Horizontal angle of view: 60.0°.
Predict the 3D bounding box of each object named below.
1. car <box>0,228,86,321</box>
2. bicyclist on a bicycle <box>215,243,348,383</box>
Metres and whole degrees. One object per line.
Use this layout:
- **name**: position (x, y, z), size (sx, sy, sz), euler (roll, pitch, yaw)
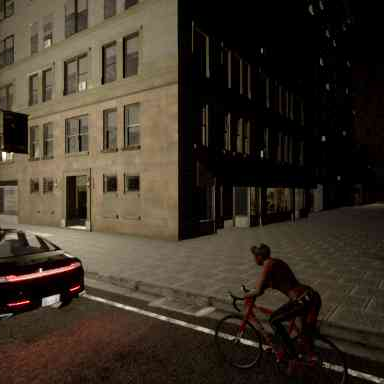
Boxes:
- **car**: position (-4.184, 1.492, 6.666), size (4.902, 1.511, 2.128), euler (0, 0, 36)
- **bicyclist on a bicycle**: position (0.970, 1.453, 3.971), size (1.656, 1.620, 0.582), euler (0, 0, 36)
